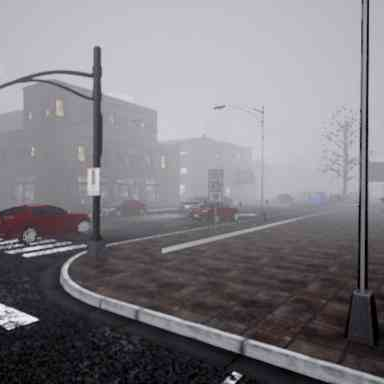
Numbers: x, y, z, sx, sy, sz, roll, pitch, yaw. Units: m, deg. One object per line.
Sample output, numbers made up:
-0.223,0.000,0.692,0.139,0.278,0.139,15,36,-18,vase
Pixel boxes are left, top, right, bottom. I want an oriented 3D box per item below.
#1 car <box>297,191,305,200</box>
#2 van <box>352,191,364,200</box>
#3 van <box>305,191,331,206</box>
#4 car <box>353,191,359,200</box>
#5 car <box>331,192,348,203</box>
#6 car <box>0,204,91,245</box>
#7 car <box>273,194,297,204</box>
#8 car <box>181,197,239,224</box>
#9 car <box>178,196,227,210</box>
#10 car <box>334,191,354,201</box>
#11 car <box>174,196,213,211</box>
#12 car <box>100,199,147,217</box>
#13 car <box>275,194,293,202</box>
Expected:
22.227,0.640,66.610,2.192,1.841,5.009,1,1,35,car
35.405,0.672,70.938,1.690,1.788,3.998,1,1,35,van
16.554,0.894,43.662,1.690,1.788,3.998,1,1,35,van
32.262,0.807,66.394,1.967,1.590,4.097,1,1,35,car
22.835,1.043,52.758,1.947,1.339,4.313,1,1,35,car
-6.579,1.268,14.601,1.882,1.535,5.008,-1,0,24,car
13.557,1.004,49.364,1.812,1.442,4.674,1,1,35,car
1.519,1.279,21.913,1.887,1.381,4.507,1,1,35,car
0.880,1.121,31.178,2.128,1.511,4.902,1,1,35,car
25.977,0.985,57.303,1.887,1.381,4.507,1,1,35,car
0.232,1.139,34.792,2.008,1.369,4.403,1,1,35,car
-5.376,1.238,26.678,1.802,1.307,4.206,1,1,35,car
15.941,0.981,57.521,1.802,1.307,4.206,1,1,35,car
